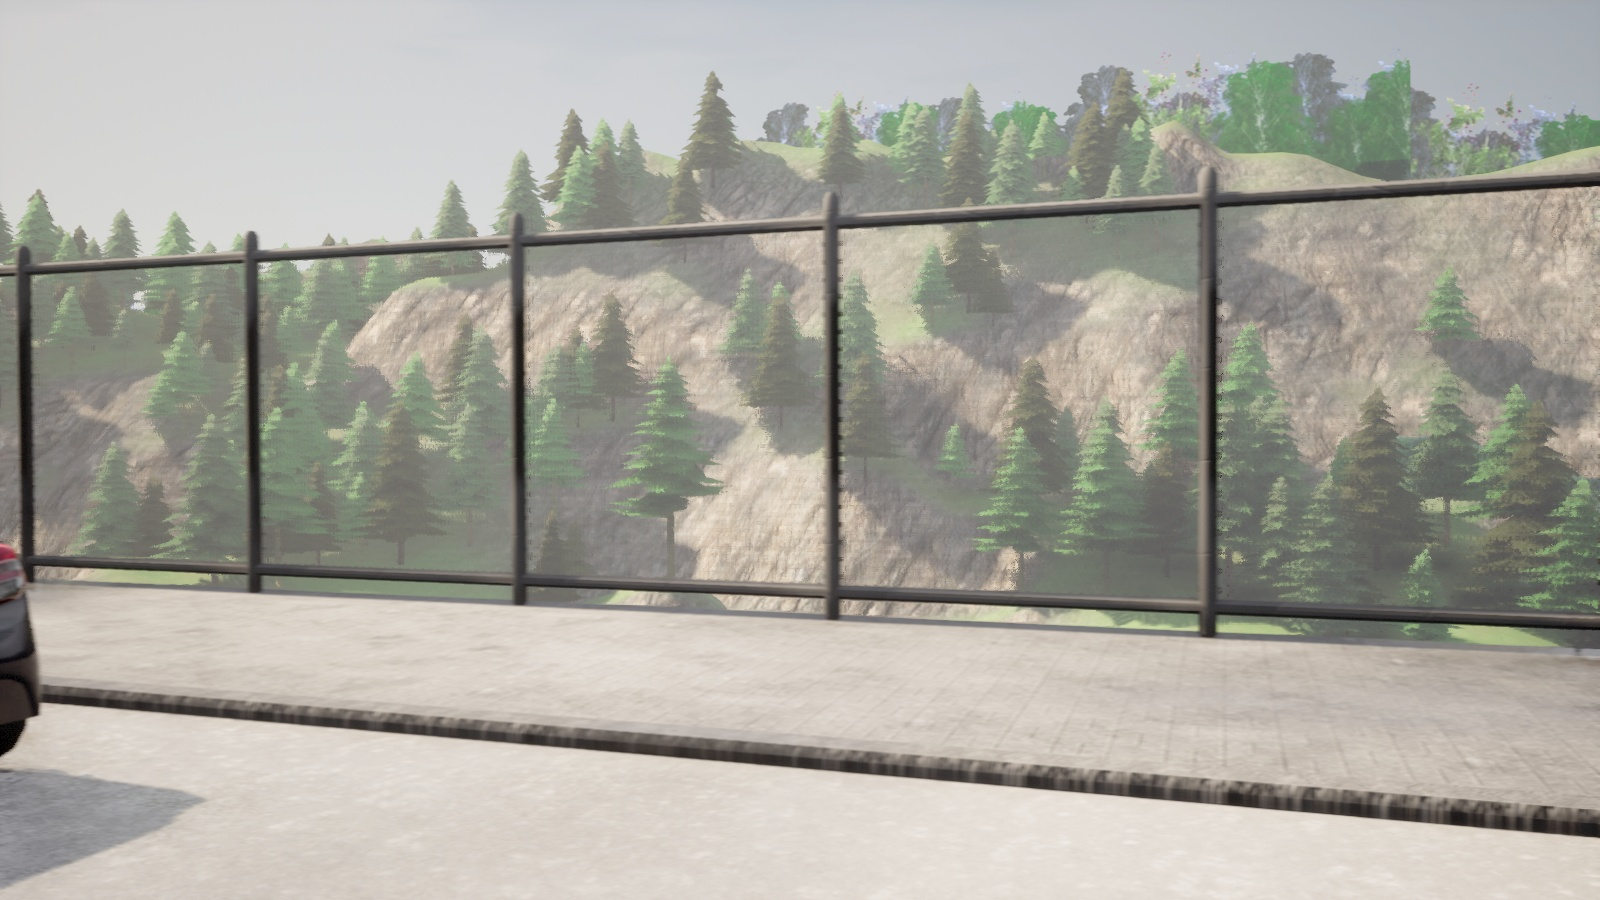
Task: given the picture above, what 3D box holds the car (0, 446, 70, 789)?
[{"bbox_3d":[-5.416,0.731,5.543,3.633,1.501,1.845,1,1,19],"label":"car"}]
